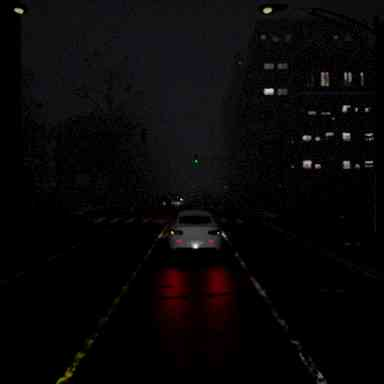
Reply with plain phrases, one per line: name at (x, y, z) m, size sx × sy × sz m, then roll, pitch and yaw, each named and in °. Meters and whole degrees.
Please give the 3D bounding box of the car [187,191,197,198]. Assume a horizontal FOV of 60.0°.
car at (0.033, 0.646, 77.368) m, size 1.837 × 1.490 × 4.892 m, roll 0°, pitch 1°, yaw 0°

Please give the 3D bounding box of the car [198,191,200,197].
car at (2.723, 0.655, 70.789) m, size 1.967 × 1.590 × 4.097 m, roll 0°, pitch 1°, yaw 0°

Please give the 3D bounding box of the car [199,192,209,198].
car at (2.725, 0.709, 76.420) m, size 2.008 × 1.369 × 4.403 m, roll 0°, pitch 1°, yaw 0°

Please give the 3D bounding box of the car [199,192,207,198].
car at (2.727, 0.647, 82.050) m, size 1.887 × 1.381 × 4.507 m, roll 0°, pitch 1°, yaw 0°

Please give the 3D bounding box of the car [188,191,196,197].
car at (0.039, 0.479, 87.403) m, size 1.994 × 1.385 × 4.181 m, roll 0°, pitch 1°, yaw 0°

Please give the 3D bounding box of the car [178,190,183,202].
car at (-3.031, 0.837, 56.755) m, size 1.882 × 1.535 × 5.008 m, roll 0°, pitch 1°, yaw 1°

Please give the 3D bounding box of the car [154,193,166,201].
car at (-5.662, 0.857, 59.365) m, size 1.752 × 1.417 × 4.829 m, roll 0°, pitch 1°, yaw 0°

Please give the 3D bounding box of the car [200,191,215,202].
car at (2.716, 0.934, 53.900) m, size 1.887 × 1.381 × 4.507 m, roll 0°, pitch 1°, yaw 0°

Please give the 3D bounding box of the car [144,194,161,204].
car at (-5.667, 1.015, 48.274) m, size 1.947 × 1.339 × 4.313 m, roll 0°, pitch 1°, yaw 0°

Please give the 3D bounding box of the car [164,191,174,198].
car at (-5.653, 0.542, 82.053) m, size 1.967 × 1.590 × 4.097 m, roll 0°, pitch 1°, yaw 0°

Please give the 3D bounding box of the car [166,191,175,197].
car at (-5.650, 0.487, 87.682) m, size 1.967 × 1.590 × 4.097 m, roll 0°, pitch 1°, yaw 0°

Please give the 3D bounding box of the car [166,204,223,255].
car at (0.108, 1.376, 12.468) m, size 1.812 × 1.442 × 4.674 m, roll 0°, pitch 1°, yaw 0°

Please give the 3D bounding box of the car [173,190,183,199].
car at (-2.970, 0.559, 71.868) m, size 2.097 × 1.767 × 4.553 m, roll 0°, pitch 1°, yaw 0°

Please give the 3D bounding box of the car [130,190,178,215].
car at (-3.648, 0.984, 29.401) m, size 2.097 × 1.767 × 4.553 m, roll 0°, pitch 0°, yaw -38°

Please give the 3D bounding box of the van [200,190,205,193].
van at (2.719, 0.671, 59.528) m, size 1.690 × 1.788 × 3.998 m, roll 0°, pitch 1°, yaw 0°

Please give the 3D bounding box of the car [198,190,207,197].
car at (2.731, 0.362, 87.677) m, size 2.192 × 1.841 × 5.009 m, roll 0°, pitch 1°, yaw 0°

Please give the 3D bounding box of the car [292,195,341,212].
car at (13.481, 1.182, 35.945) m, size 5.009 × 1.841 × 2.192 m, roll 1°, pitch -1°, yaw -1°

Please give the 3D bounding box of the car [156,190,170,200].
car at (-5.660, 0.587, 65.162) m, size 2.192 × 1.841 × 5.009 m, roll 0°, pitch 1°, yaw 0°
